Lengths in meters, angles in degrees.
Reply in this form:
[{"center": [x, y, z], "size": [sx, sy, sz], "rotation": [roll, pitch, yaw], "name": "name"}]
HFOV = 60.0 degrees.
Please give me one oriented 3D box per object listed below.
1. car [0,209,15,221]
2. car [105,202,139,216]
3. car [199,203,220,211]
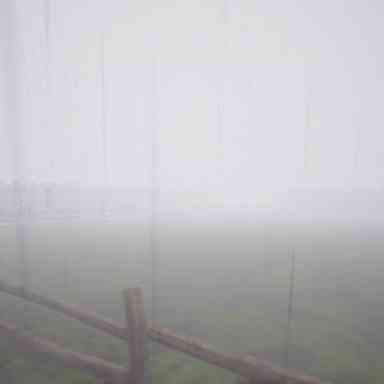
[{"center": [-18.087, 1.956, 28.748], "size": [1.895, 1.301, 4.718], "rotation": [-1, -2, 37], "name": "car"}, {"center": [-8.798, 2.072, 41.505], "size": [2.097, 1.767, 4.553], "rotation": [-1, -2, 36], "name": "car"}, {"center": [3.093, 2.679, 57.712], "size": [2.128, 1.511, 4.902], "rotation": [-1, -2, 36], "name": "car"}]
